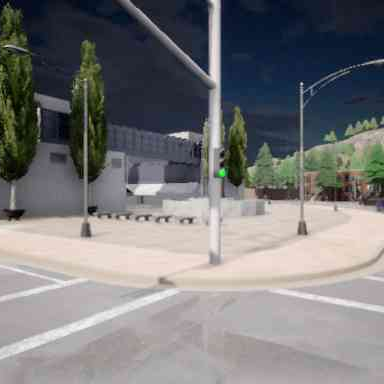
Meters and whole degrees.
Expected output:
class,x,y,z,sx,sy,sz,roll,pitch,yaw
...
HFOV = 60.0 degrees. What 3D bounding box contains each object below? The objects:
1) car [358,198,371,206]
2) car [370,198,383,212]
class,x,y,z,sx,sy,sz,roll,pitch,yaw
car,28.235,1.560,51.312,2.033,1.411,5.357,0,0,-12
car,21.483,1.533,36.023,1.812,1.442,4.674,0,0,8
